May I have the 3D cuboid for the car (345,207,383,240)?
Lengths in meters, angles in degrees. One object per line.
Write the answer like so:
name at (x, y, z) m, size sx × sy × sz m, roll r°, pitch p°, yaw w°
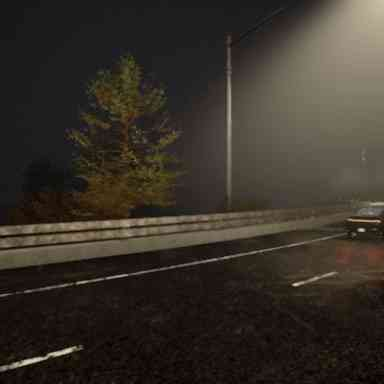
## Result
car at (9.462, 1.525, 16.933) m, size 2.128 × 1.511 × 4.902 m, roll 0°, pitch 0°, yaw 45°
